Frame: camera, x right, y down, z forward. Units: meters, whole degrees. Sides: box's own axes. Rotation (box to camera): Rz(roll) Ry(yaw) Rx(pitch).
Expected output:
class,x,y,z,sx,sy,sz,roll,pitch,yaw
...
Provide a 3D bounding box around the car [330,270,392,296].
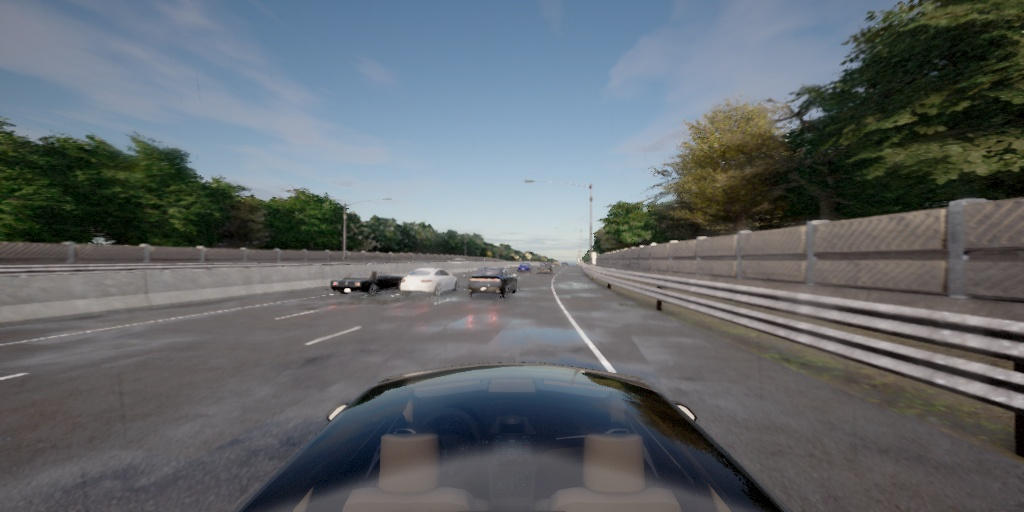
class,x,y,z,sx,sy,sz,roll,pitch,yaw
car,-7.792,1.433,20.013,1.895,1.301,4.718,0,0,10

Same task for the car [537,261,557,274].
class,x,y,z,sx,sy,sz,roll,pitch,yaw
car,4.590,1.668,49.498,2.128,1.511,4.902,0,-1,10

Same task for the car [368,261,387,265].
class,x,y,z,sx,sy,sz,roll,pitch,yaw
car,-19.792,1.546,52.587,2.128,1.511,4.902,0,-1,11

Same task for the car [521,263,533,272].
class,x,y,z,sx,sy,sz,roll,pitch,yaw
car,2.012,1.739,54.984,1.812,1.442,4.674,0,-1,10

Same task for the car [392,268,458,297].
class,x,y,z,sx,sy,sz,roll,pitch,yaw
car,-4.353,1.355,19.372,1.812,1.442,4.674,0,0,10

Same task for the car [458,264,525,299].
class,x,y,z,sx,sy,sz,roll,pitch,yaw
car,-0.896,1.332,18.762,2.128,1.511,4.902,0,-1,10

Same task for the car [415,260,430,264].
class,x,y,z,sx,sy,sz,roll,pitch,yaw
car,-12.905,1.590,51.376,1.837,1.490,4.892,0,-1,11
